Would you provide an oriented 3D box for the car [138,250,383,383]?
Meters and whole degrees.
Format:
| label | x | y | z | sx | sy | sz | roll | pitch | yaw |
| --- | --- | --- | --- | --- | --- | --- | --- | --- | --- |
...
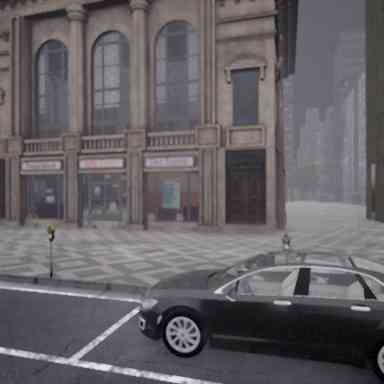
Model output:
| label | x | y | z | sx | sy | sz | roll | pitch | yaw |
| --- | --- | --- | --- | --- | --- | --- | --- | --- | --- |
| car | 1.376 | 1.550 | 4.853 | 4.403 | 1.369 | 2.008 | 0 | 0 | 16 |
